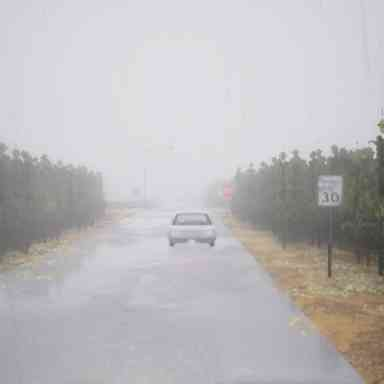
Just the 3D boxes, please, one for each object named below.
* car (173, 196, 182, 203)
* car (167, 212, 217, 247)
[{"bbox_3d":[-3.100,1.641,73.322,2.033,1.411,5.357,0,0,0],"label":"car"},{"bbox_3d":[0.000,1.544,14.674,1.895,1.301,4.718,0,1,0],"label":"car"}]
